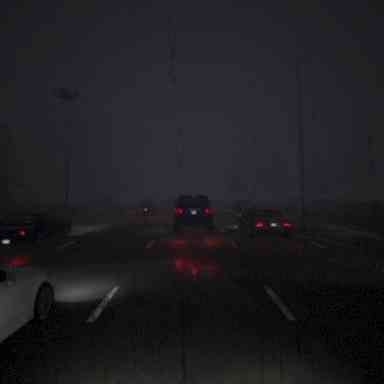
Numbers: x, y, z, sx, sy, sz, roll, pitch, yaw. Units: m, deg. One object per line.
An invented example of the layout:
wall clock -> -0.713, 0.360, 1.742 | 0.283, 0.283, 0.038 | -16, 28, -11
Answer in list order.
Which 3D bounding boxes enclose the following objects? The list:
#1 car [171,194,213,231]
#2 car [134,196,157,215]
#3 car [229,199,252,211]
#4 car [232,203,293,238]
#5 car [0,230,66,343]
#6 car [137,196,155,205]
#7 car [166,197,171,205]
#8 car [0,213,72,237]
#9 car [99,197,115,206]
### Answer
car -> 0.029, 1.159, 20.061 | 2.150, 2.045, 5.566 | 0, 0, -2
car -> -4.641, 1.424, 32.869 | 1.812, 1.442, 4.674 | 0, 0, -9
car -> 5.431, 1.453, 35.954 | 1.994, 1.385, 4.181 | 0, 0, -10
car -> 3.582, 1.494, 17.171 | 2.033, 1.411, 5.357 | 0, 0, -1
car -> -3.401, 1.512, 4.118 | 1.812, 1.442, 4.674 | 0, 0, 0
car -> -7.826, 1.351, 56.324 | 1.812, 1.442, 4.674 | 0, 0, -23
car -> -2.685, 1.362, 52.885 | 1.812, 1.442, 4.674 | 0, 0, -21
car -> -6.906, 1.555, 14.592 | 1.895, 1.301, 4.718 | 0, 0, 0
car -> -12.807, 1.408, 50.002 | 1.994, 1.385, 4.181 | 0, 0, -21
